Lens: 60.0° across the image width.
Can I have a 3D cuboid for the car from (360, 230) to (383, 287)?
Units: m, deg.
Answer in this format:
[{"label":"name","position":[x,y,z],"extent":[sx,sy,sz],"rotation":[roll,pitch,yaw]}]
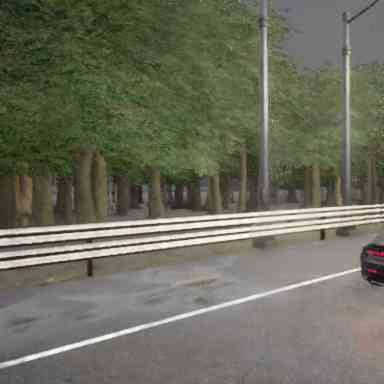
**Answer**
[{"label":"car","position":[5.847,1.378,7.712],"extent":[4.892,1.490,1.837],"rotation":[-1,1,-34]}]
